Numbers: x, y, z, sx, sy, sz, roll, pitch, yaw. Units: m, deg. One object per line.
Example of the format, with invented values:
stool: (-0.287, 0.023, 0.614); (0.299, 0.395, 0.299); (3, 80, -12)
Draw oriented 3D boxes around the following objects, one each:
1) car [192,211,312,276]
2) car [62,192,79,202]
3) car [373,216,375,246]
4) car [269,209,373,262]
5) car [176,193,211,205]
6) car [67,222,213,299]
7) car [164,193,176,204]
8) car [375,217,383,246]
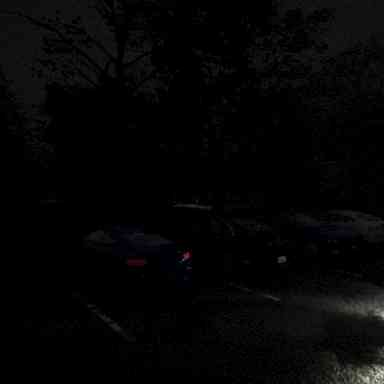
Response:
car: (0.890, 1.454, 10.436); (2.231, 1.521, 4.892); (0, 0, -36)
car: (-17.331, 0.709, 50.916); (4.892, 1.490, 1.837); (0, -1, -18)
car: (6.116, 1.469, 14.168); (2.002, 1.452, 4.674); (0, 0, -36)
car: (3.548, 1.441, 12.346); (2.097, 1.535, 5.008); (0, 0, -36)
car: (0.414, 0.671, 44.734); (2.097, 1.767, 4.553); (-4, 3, -38)
car: (-1.778, 1.506, 8.536); (2.002, 1.452, 4.674); (0, 0, -35)
car: (-4.021, 0.916, 44.901); (4.902, 1.511, 2.128); (2, 4, 43)
car: (7.462, 1.181, 8.918); (5.566, 2.045, 2.150); (0, 0, -35)
